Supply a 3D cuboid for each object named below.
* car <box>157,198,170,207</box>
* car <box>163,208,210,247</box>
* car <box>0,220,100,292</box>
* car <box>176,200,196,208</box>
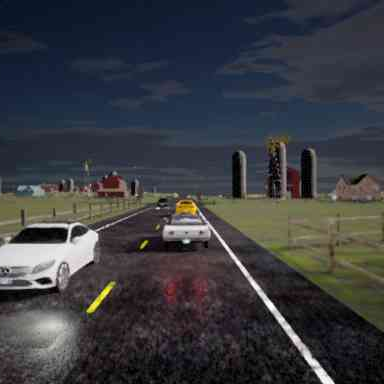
[{"bbox_3d":[-4.608,1.685,53.310,1.812,1.442,4.674,0,0,-1],"label":"car"},{"bbox_3d":[-0.250,1.637,15.203,1.895,1.301,4.718,0,0,-1],"label":"car"},{"bbox_3d":[-3.837,1.546,9.079,1.812,1.442,4.674,0,0,-1],"label":"car"},{"bbox_3d":[-0.597,1.569,33.585,1.882,1.535,5.008,0,0,-1],"label":"car"}]
